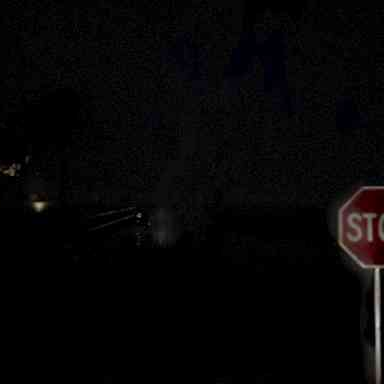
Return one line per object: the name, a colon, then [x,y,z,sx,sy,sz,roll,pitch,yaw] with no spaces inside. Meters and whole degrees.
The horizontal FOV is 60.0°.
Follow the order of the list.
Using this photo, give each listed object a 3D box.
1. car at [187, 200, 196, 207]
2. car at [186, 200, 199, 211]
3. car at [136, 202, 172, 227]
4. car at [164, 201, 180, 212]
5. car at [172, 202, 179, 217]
car: [-0.021,2.410,69.957,1.837,1.490,4.892,0,-1,0]
car: [0.060,2.182,51.490,2.033,1.411,5.357,0,-1,0]
car: [-2.868,1.631,24.857,2.097,1.767,4.553,0,-1,0]
car: [-2.879,2.153,49.516,2.033,1.411,5.357,0,-1,1]
car: [-2.877,1.928,37.171,2.128,1.511,4.902,0,-1,0]
